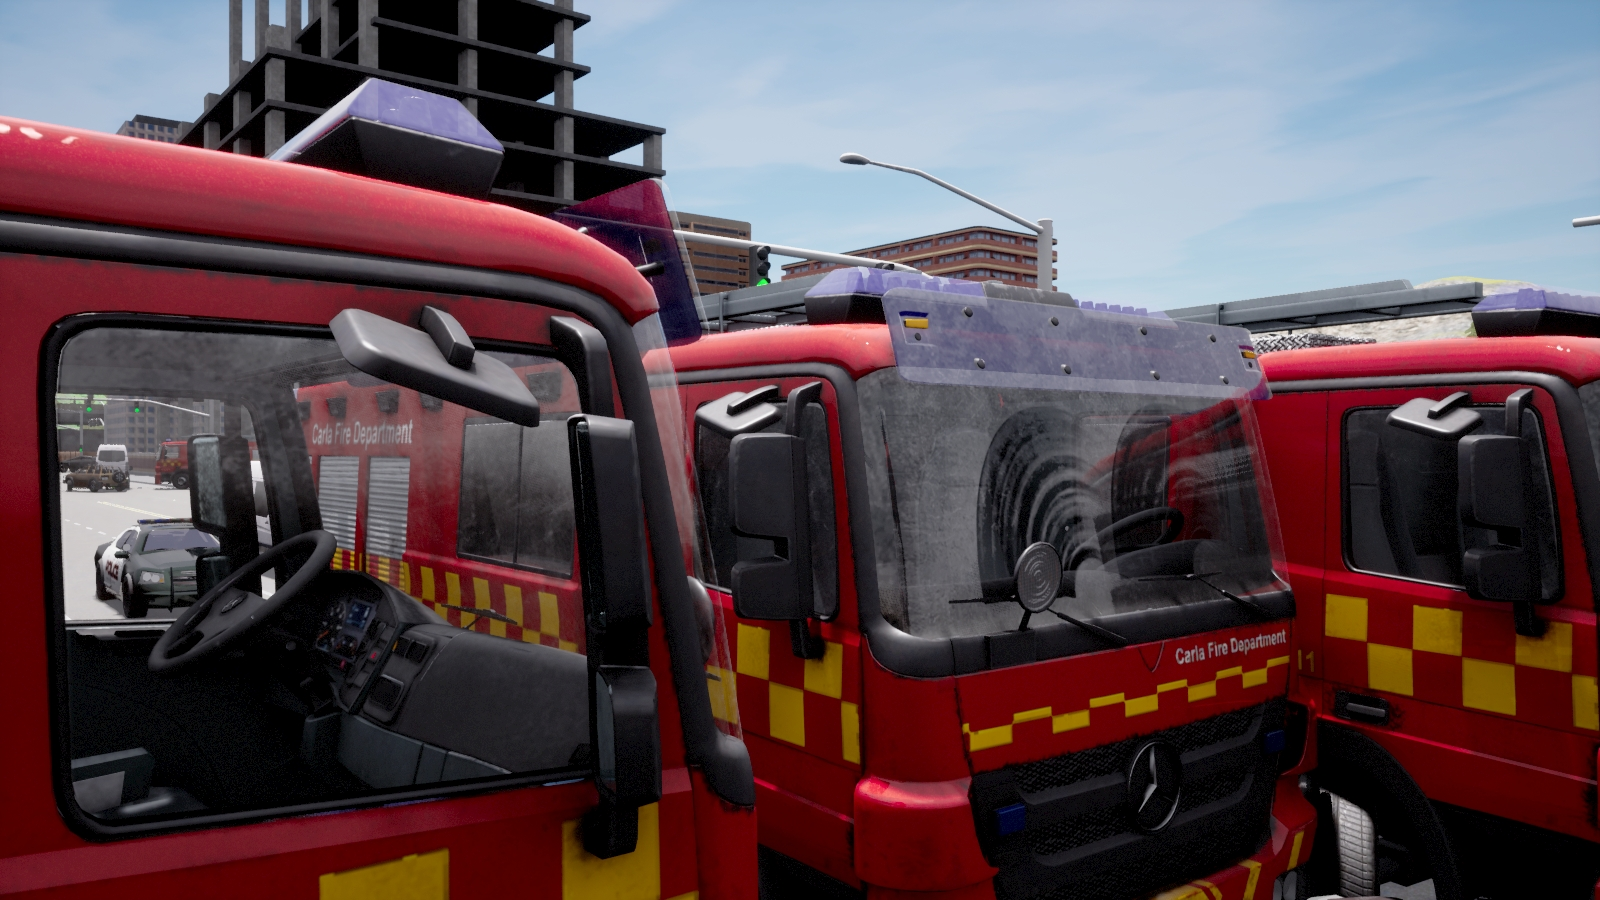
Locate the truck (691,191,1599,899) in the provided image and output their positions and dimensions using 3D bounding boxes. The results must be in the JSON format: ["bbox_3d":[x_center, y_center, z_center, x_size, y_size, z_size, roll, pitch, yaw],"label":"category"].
[{"bbox_3d":[2.348,0.890,8.605,2.891,3.827,8.468,0,0,-31],"label":"truck"}]

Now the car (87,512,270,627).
[{"bbox_3d":[-11.386,2.037,20.746,2.038,1.542,4.974,0,0,-39],"label":"car"}]

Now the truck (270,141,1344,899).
[{"bbox_3d":[-1.099,0.890,8.003,2.891,3.827,8.468,0,0,-38],"label":"truck"}]

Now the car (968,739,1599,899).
[{"bbox_3d":[2.437,2.065,3.109,1.970,1.475,3.806,0,0,-30],"label":"car"}]
